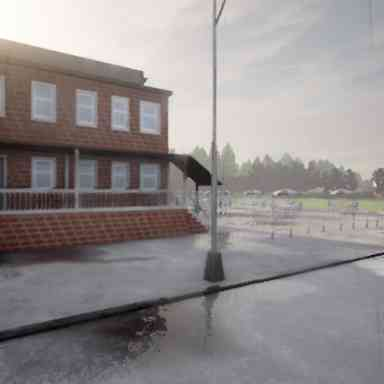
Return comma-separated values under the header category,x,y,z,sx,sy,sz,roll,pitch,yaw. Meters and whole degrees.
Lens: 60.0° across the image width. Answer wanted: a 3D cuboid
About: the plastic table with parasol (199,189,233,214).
category,x,y,z,sx,sy,sz,roll,pitch,yaw
plastic table with parasol,2.411,0.926,33.834,2.482,2.480,2.482,0,0,-35
